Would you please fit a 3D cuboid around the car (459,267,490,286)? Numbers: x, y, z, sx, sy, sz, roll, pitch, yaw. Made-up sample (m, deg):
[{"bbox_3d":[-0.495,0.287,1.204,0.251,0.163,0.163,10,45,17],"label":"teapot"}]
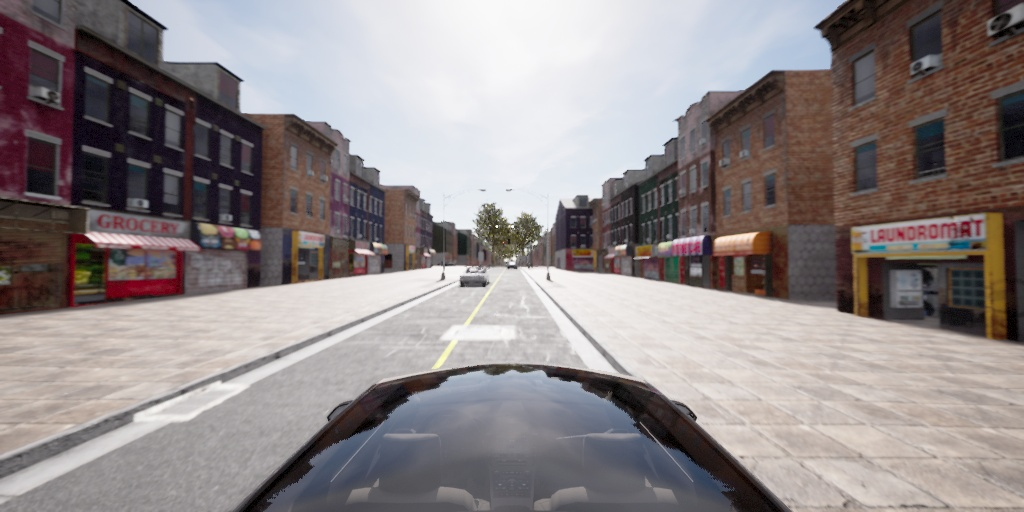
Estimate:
[{"bbox_3d":[-2.748,1.513,26.863,1.895,1.301,4.718,0,0,0],"label":"car"}]
